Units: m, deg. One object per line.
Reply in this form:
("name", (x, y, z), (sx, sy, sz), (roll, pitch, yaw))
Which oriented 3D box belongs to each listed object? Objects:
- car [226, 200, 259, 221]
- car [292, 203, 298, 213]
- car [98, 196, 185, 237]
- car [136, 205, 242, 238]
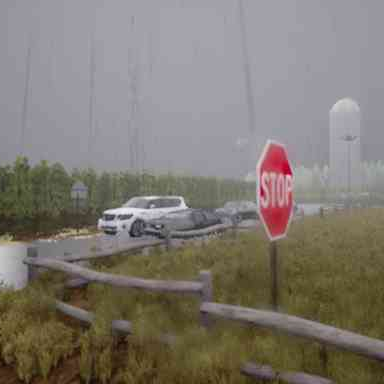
("car", (3.553, 1.457, 26.483), (2.097, 1.767, 4.553), (-1, -1, 36))
("car", (9.466, 1.637, 34.676), (1.882, 1.535, 5.008), (-1, -1, 36))
("car", (-2.420, 1.243, 18.170), (2.150, 2.045, 5.566), (-1, -1, 36))
("car", (0.087, 1.542, 16.202), (2.033, 1.411, 5.357), (-1, -1, 38))
